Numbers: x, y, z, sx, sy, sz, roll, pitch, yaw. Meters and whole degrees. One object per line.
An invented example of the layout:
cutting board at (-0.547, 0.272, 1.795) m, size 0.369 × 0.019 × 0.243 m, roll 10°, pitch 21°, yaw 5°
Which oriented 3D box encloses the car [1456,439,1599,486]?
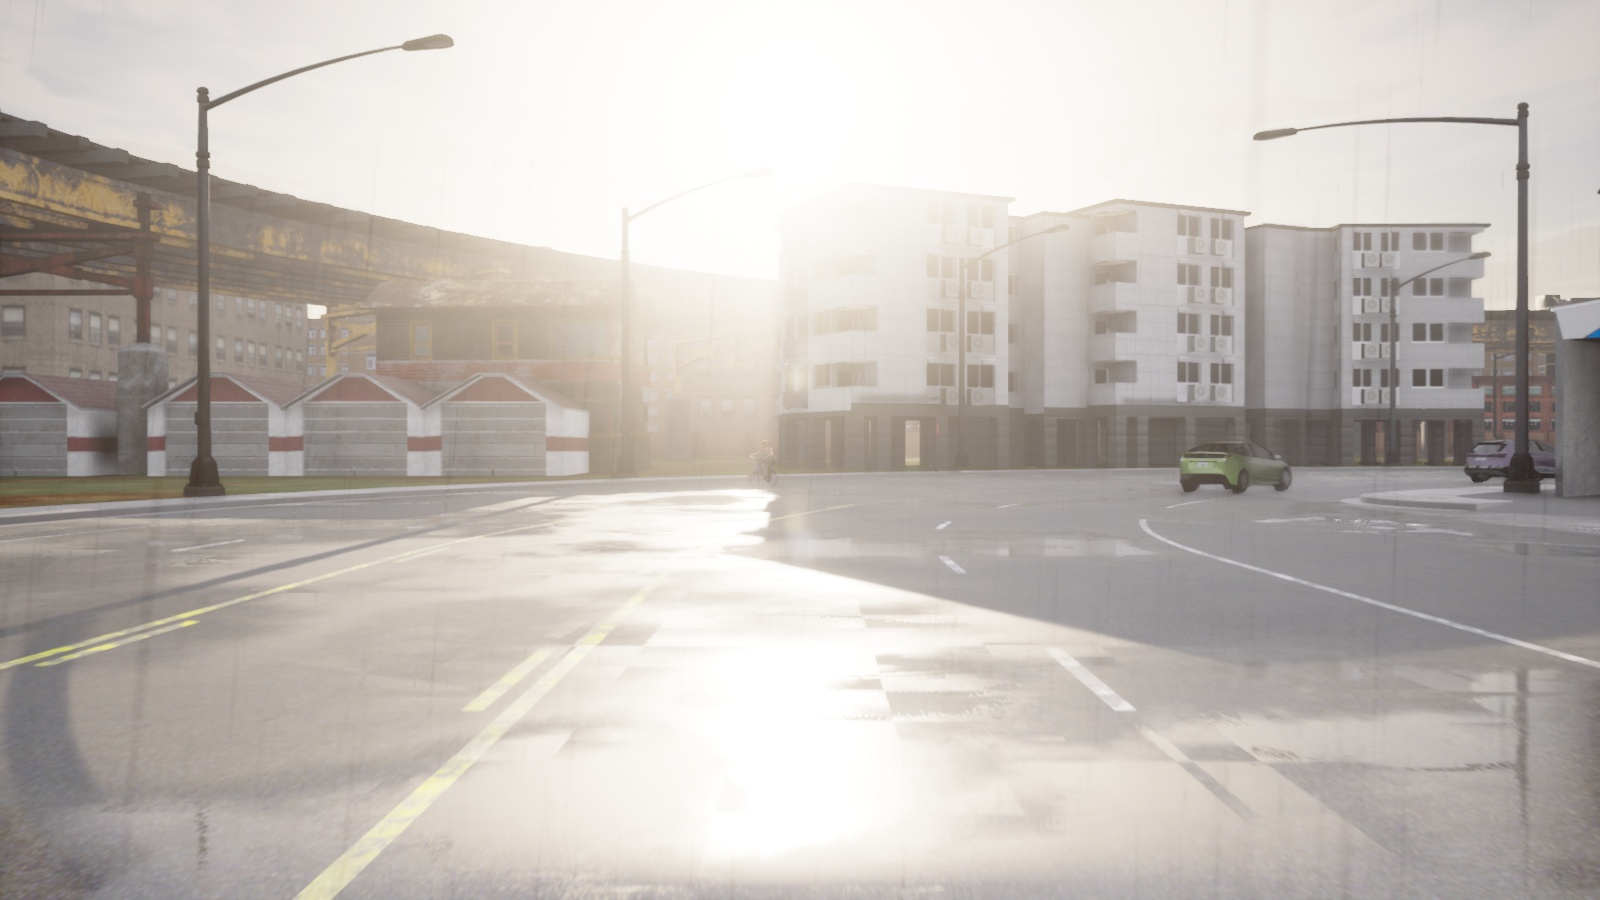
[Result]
car at (26.729, 0.438, 46.059) m, size 4.856 × 1.649 × 2.033 m, roll 0°, pitch 0°, yaw -21°

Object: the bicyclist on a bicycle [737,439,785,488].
bicyclist on a bicycle at (-1.304, 0.442, 42.536) m, size 0.866 × 1.612 × 1.509 m, roll 1°, pitch 1°, yaw 37°

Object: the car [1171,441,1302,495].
car at (13.181, 0.491, 37.801) m, size 2.007 × 1.525 × 4.514 m, roll 0°, pitch 0°, yaw 44°
